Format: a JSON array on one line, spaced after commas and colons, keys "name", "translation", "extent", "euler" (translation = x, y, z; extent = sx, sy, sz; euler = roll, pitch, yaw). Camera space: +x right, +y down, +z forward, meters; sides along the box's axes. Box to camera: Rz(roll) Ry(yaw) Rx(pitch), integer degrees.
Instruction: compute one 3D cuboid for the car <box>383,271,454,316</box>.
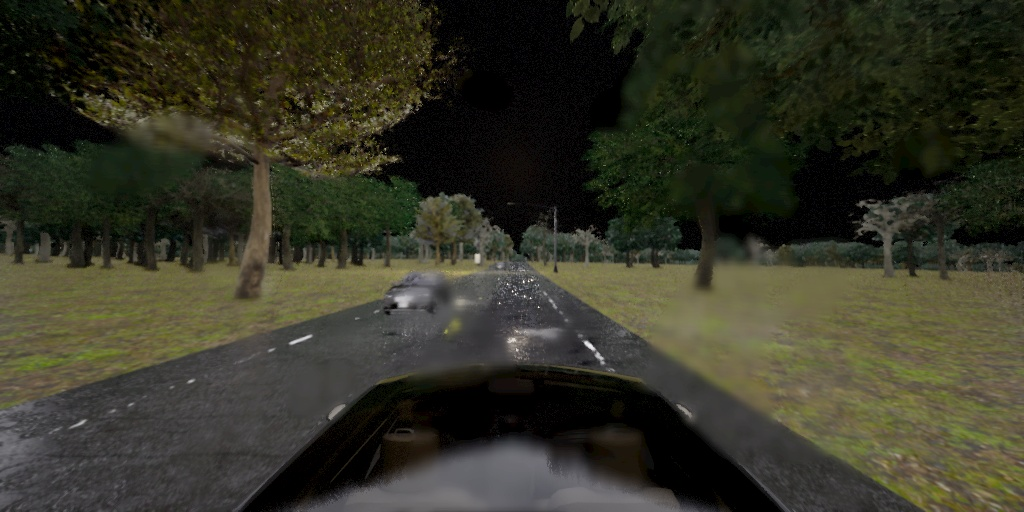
[{"name": "car", "translation": [-3.515, 1.368, 14.212], "extent": [2.128, 1.511, 4.902], "euler": [0, -1, 1]}]
